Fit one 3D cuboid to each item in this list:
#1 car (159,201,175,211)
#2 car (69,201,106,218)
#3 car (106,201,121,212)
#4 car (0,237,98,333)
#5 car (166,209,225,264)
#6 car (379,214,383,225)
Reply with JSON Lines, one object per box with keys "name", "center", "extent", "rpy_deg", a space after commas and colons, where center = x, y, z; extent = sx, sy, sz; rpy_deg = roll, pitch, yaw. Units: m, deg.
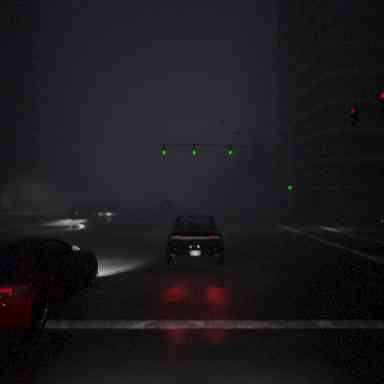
{"name": "car", "center": [-3.397, 1.876, 45.307], "extent": [1.994, 1.385, 4.181], "rpy_deg": [0, 0, 0]}
{"name": "car", "center": [-10.569, 1.720, 33.023], "extent": [2.128, 1.511, 4.902], "rpy_deg": [0, 0, 0]}
{"name": "car", "center": [-10.550, 1.842, 42.765], "extent": [2.033, 1.411, 5.357], "rpy_deg": [0, 0, 0]}
{"name": "car", "center": [-3.405, 1.613, 6.876], "extent": [1.994, 1.385, 4.181], "rpy_deg": [0, 0, 0]}
{"name": "car", "center": [0.101, 1.575, 12.093], "extent": [2.128, 1.511, 4.902], "rpy_deg": [0, 0, 0]}
{"name": "car", "center": [14.821, 1.641, 21.666], "extent": [4.902, 1.511, 2.128], "rpy_deg": [0, 0, 0]}
